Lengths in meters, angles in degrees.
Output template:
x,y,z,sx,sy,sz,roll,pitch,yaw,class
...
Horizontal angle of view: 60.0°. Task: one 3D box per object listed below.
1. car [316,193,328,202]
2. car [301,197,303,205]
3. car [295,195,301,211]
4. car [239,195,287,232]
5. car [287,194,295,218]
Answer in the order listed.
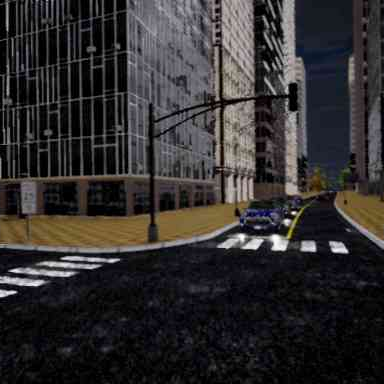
x,y,z,sx,sy,sz,roll,pitch,yaw,class
22.566,0.960,57.711,2.033,1.411,5.357,-1,0,24,car
14.092,1.105,45.582,2.128,1.511,4.902,-1,0,23,car
10.221,1.069,35.951,2.097,1.767,4.553,-1,0,21,car
4.114,1.229,19.295,2.097,1.767,4.553,-1,0,19,car
7.112,1.151,27.712,2.097,1.767,4.553,-1,0,20,car
